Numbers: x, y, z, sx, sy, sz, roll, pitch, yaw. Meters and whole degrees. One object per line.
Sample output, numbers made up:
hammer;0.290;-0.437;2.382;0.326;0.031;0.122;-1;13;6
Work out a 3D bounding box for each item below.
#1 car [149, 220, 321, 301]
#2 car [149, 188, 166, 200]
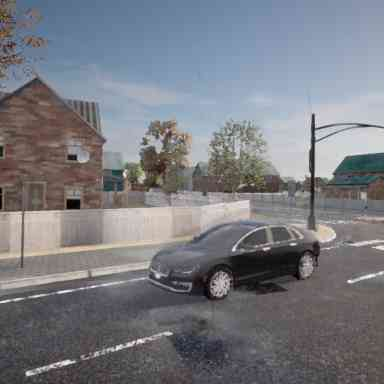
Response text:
car;1.265;1.521;8.422;4.892;1.490;1.837;0;0;-35
car;-6.516;0.336;61.647;2.150;2.045;5.566;1;1;-21
